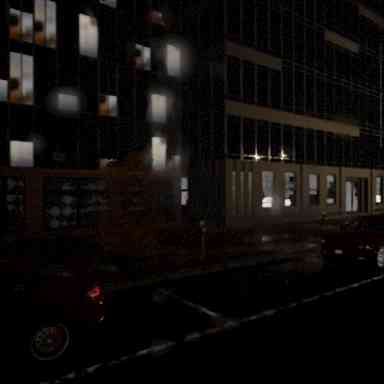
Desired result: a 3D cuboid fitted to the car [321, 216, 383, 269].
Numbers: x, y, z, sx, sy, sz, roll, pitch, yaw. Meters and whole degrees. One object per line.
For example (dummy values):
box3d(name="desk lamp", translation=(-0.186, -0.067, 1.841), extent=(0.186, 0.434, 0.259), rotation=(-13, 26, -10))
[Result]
box3d(name="car", translation=(6.042, 1.459, 10.866), extent=(4.507, 1.381, 1.887), rotation=(-1, 0, -35))

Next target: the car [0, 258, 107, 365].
box3d(name="car", translation=(-3.226, 1.584, 4.255), extent=(4.206, 1.307, 1.802), rotation=(-1, 0, -35))
